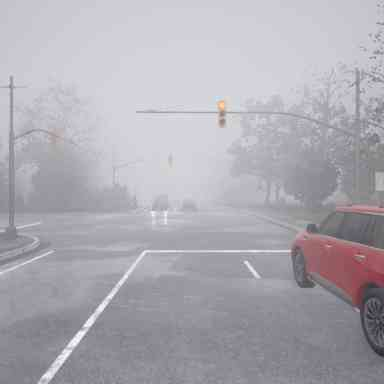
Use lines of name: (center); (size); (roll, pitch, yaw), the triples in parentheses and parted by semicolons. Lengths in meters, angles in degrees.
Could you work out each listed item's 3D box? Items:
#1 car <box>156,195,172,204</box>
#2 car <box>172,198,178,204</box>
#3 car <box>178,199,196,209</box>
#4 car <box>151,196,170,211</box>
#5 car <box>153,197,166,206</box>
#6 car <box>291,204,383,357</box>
car: (-4.802, 1.424, 52.392); (2.150, 2.045, 5.566); (0, -1, -7)
car: (-4.641, 2.316, 83.254); (1.882, 1.535, 5.008); (0, -1, -22)
car: (-0.502, 1.652, 46.123); (2.033, 1.411, 5.357); (0, -1, -4)
car: (-4.075, 1.572, 42.521); (1.837, 1.490, 4.892); (0, -1, -3)
car: (-6.225, 1.768, 62.586); (2.097, 1.767, 4.553); (0, -1, -10)
car: (3.590, 1.221, 6.131); (2.150, 2.045, 5.566); (0, 0, 0)
